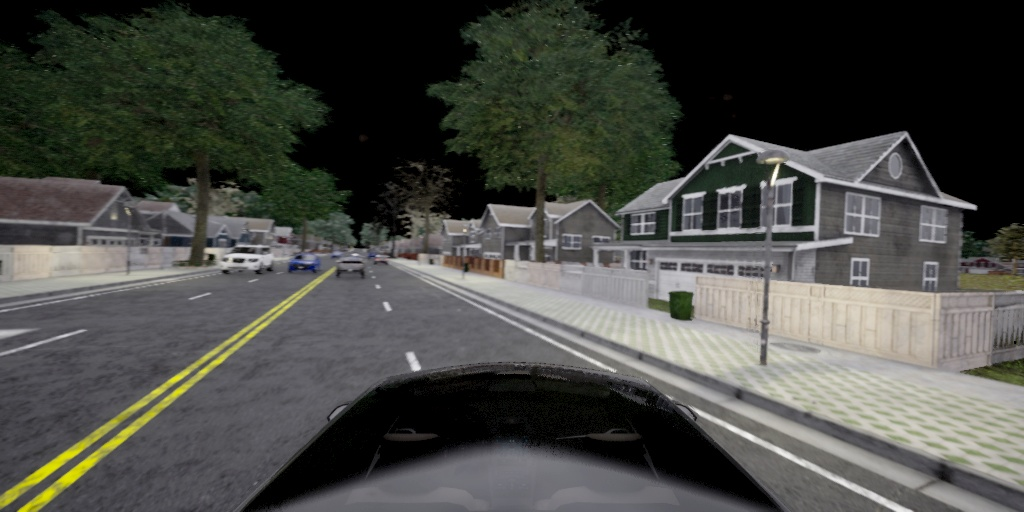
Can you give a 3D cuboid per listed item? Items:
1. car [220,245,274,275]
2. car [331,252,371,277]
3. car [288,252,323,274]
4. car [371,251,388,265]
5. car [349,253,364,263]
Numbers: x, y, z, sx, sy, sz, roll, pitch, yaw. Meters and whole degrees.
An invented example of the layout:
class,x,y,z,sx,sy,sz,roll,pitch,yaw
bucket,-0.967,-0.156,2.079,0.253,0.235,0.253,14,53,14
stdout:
class,x,y,z,sx,sy,sz,roll,pitch,yaw
car,-18.811,0.212,25.793,2.150,2.045,5.566,2,0,-23
car,-11.862,0.722,26.515,2.128,1.511,4.902,2,0,-23
car,-16.570,0.537,28.822,1.882,1.535,5.008,2,0,-23
car,-18.585,0.476,50.793,2.033,1.411,5.357,2,0,-23
car,-24.401,0.262,56.221,2.033,1.411,5.357,2,0,-23
